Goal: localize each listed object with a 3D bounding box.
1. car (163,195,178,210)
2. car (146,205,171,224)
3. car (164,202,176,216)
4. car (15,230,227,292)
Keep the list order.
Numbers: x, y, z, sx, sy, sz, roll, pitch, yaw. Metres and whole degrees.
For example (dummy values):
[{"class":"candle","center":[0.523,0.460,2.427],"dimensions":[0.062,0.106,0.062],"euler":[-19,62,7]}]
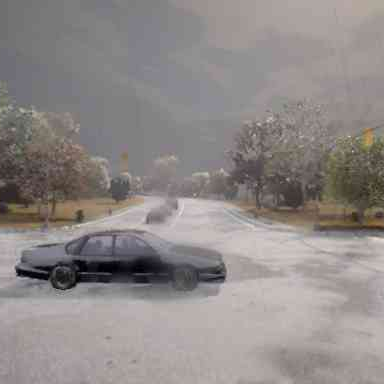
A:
[{"class":"car","center":[-3.514,2.024,57.182],"dimensions":[2.150,2.045,5.566],"euler":[0,1,1]},{"class":"car","center":[-3.584,2.428,34.423],"dimensions":[2.033,1.411,5.357],"euler":[0,-1,0]},{"class":"car","center":[-3.568,2.454,44.598],"dimensions":[1.837,1.490,4.892],"euler":[0,0,0]},{"class":"car","center":[-1.781,1.746,8.972],"dimensions":[5.357,1.411,2.033],"euler":[0,-2,3]}]
